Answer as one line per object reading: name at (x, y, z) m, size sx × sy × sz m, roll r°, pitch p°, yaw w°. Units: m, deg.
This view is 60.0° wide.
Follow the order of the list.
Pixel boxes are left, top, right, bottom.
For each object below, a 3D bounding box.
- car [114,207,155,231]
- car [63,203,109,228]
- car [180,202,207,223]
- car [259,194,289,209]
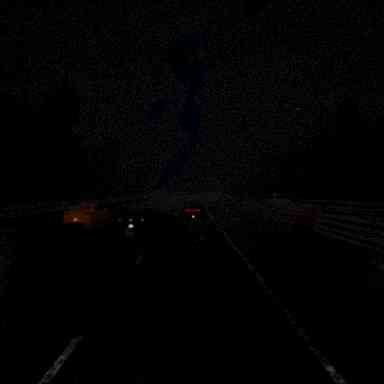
car at (-3.394, 1.591, 20.748) m, size 1.895 × 1.301 × 4.718 m, roll 0°, pitch 0°, yaw 0°
car at (-6.895, 1.468, 22.145) m, size 1.882 × 1.535 × 5.008 m, roll 0°, pitch 0°, yaw 0°
car at (0.104, 1.480, 25.221) m, size 2.128 × 1.511 × 4.902 m, roll 0°, pitch 0°, yaw 0°
car at (10.255, 1.277, 42.174) m, size 2.150 × 2.045 × 5.566 m, roll 0°, pitch 0°, yaw -12°
